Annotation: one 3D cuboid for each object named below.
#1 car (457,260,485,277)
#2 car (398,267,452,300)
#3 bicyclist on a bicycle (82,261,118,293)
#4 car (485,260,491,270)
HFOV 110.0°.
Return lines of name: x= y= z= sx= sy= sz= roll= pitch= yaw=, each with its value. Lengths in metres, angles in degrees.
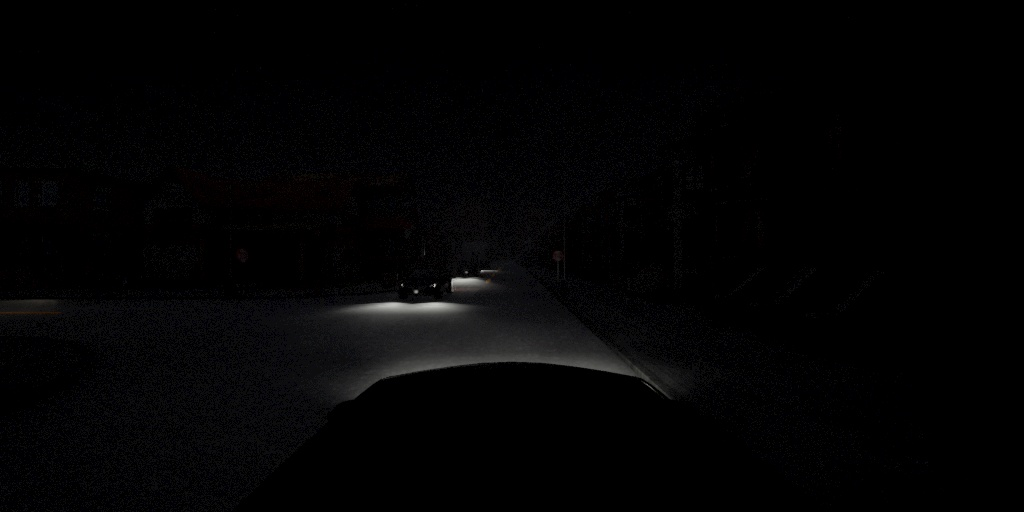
car: x=-4.149 y=1.242 z=35.014 sx=2.128 sy=1.511 sz=4.902 roll=0 pitch=0 yaw=0
car: x=-4.131 y=1.276 z=17.774 sx=1.812 sy=1.442 sz=4.674 roll=0 pitch=0 yaw=0
bicyclist on a bicycle: x=-21.605 y=1.099 z=18.841 sx=0.582 sy=1.620 sz=1.656 roll=0 pitch=0 yaw=0
car: x=-4.146 y=1.313 z=51.703 sx=1.994 sy=1.385 sz=4.181 roll=0 pitch=0 yaw=0
